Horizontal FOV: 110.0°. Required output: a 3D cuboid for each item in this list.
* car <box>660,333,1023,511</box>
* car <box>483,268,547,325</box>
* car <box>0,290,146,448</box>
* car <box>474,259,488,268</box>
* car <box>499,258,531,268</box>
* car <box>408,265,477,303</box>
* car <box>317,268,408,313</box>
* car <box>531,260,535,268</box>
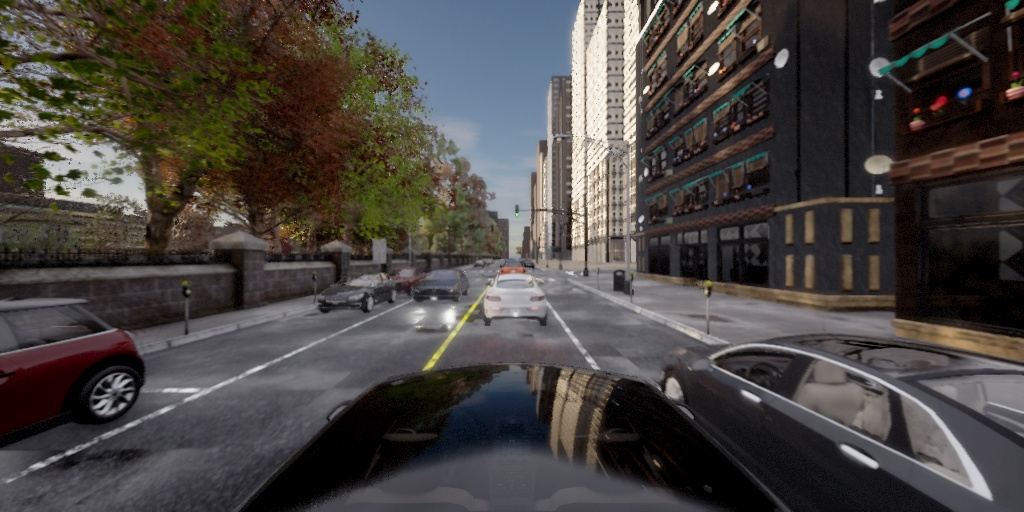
[{"bbox_3d":[2.688,1.301,2.828,2.007,1.370,4.403,0,0,0],"label":"car"},{"bbox_3d":[0.097,1.279,11.708,1.812,1.442,4.674,0,0,0],"label":"car"},{"bbox_3d":[-5.692,1.190,2.824,1.967,1.591,4.097,0,0,0],"label":"car"},{"bbox_3d":[-5.701,1.381,62.990,1.802,1.307,4.207,0,0,0],"label":"car"},{"bbox_3d":[0.096,1.115,27.883,2.097,1.767,4.553,0,0,0],"label":"car"},{"bbox_3d":[-3.083,1.303,16.832,2.033,1.411,5.357,0,0,0],"label":"car"},{"bbox_3d":[-5.771,1.304,13.900,2.007,1.370,4.403,0,0,0],"label":"car"},{"bbox_3d":[2.680,1.358,57.359,1.948,1.339,4.313,0,0,0],"label":"car"}]
